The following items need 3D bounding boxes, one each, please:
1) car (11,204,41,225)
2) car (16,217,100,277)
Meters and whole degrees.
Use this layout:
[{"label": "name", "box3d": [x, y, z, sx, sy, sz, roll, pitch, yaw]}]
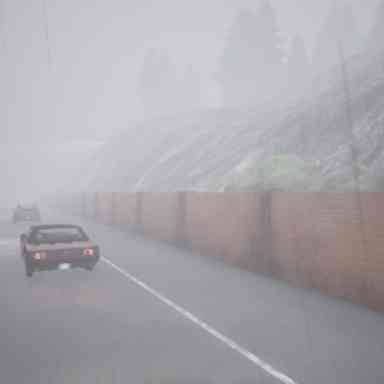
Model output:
[{"label": "car", "box3d": [-13.130, 1.692, 26.341, 2.128, 1.511, 4.902, 1, -1, -29]}, {"label": "car", "box3d": [-4.447, 1.689, 10.747, 1.895, 1.301, 4.718, 1, -1, -29]}]
